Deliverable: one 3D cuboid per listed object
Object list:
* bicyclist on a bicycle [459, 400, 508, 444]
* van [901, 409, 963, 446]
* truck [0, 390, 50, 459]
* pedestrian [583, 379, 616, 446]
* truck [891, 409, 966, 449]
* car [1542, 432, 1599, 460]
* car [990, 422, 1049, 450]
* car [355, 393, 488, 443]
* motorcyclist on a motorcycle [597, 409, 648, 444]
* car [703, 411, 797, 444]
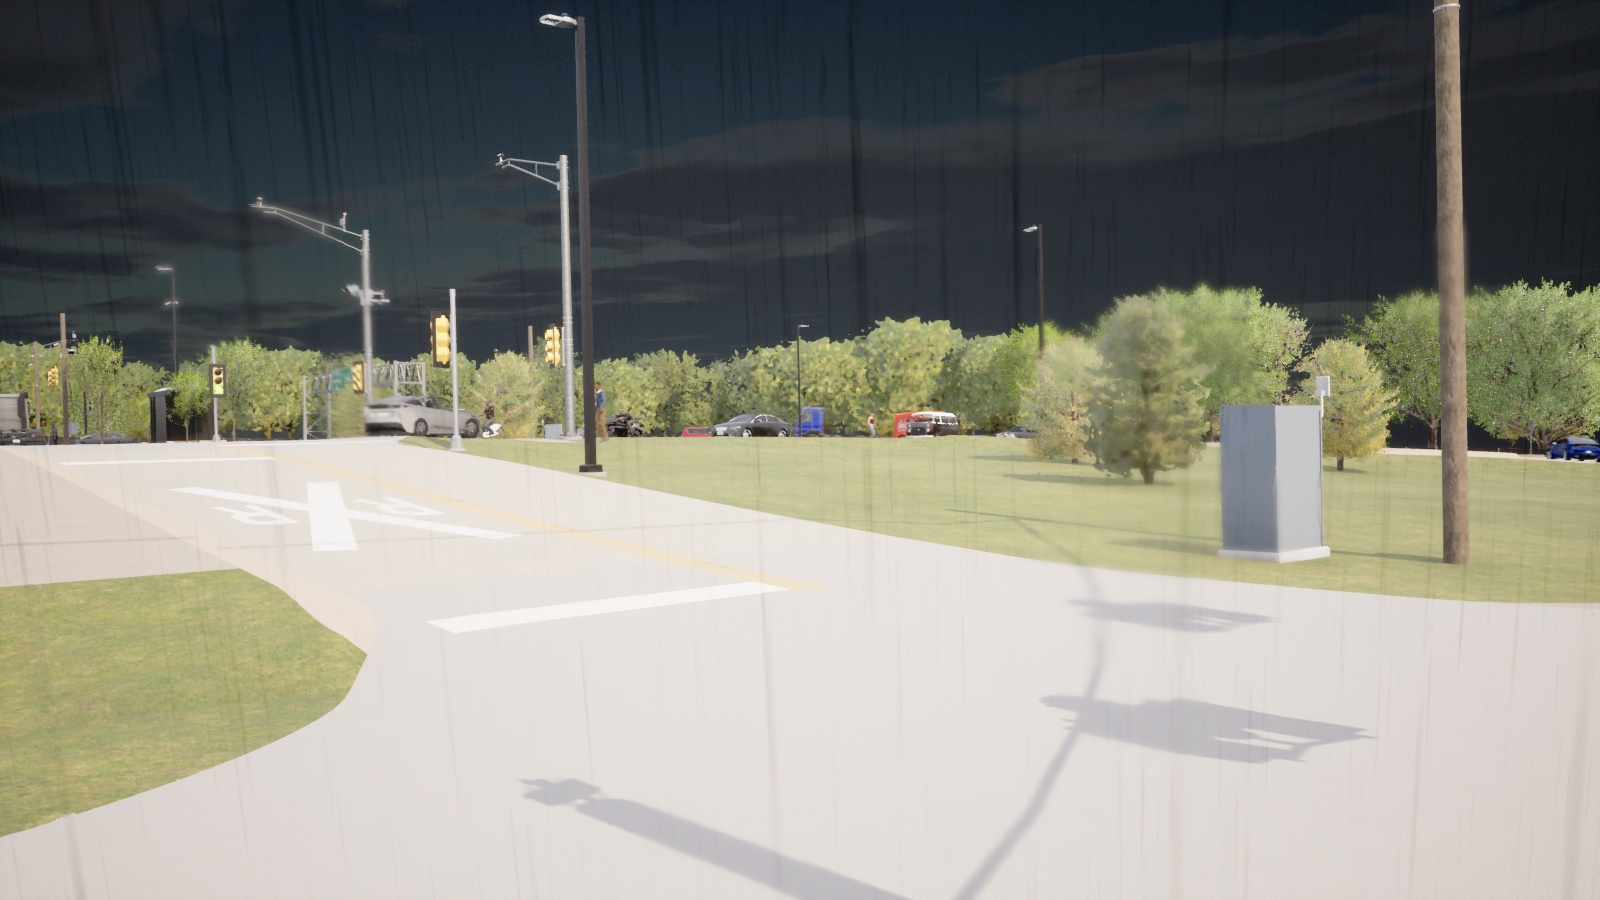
[{"bbox_3d":[-13.022,-1.157,51.703,1.843,1.776,0.659,-1,0,-43],"label":"bicyclist on a bicycle"},{"bbox_3d":[7.985,-1.289,75.463,2.069,2.038,4.480,-1,-1,29],"label":"van"},{"bbox_3d":[-42.454,-1.261,66.996,2.891,3.462,7.936,-2,1,-39],"label":"truck"},{"bbox_3d":[-5.919,-1.117,37.032,0.788,1.949,0.423,-2,1,-39],"label":"pedestrian"},{"bbox_3d":[8.635,-1.418,84.974,2.627,2.467,5.204,-2,0,-26],"label":"truck"},{"bbox_3d":[47.413,-0.234,77.019,1.882,1.535,5.008,3,1,14],"label":"car"},{"bbox_3d":[16.553,-1.029,94.469,4.605,1.855,1.932,2,-2,-42],"label":"car"},{"bbox_3d":[-12.597,-1.040,42.092,2.007,1.525,4.514,-1,1,18],"label":"car"},{"bbox_3d":[-7.997,-1.046,56.678,0.866,1.530,2.191,-1,-1,44],"label":"motorcyclist on a motorcycle"},{"bbox_3d":[-2.434,-1.098,62.692,2.128,1.511,4.902,-1,-1,36],"label":"car"}]
